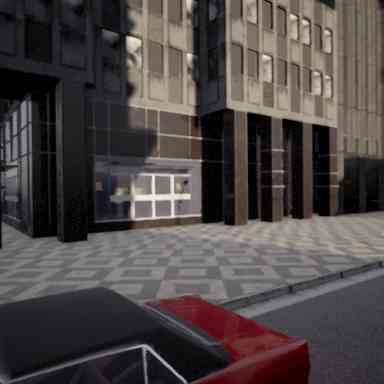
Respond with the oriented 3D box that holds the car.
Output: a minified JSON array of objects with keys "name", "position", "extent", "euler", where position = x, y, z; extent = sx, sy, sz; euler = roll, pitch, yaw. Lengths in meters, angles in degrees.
[{"name":"car","position":[-1.306,1.598,2.447],"extent":[4.718,1.301,1.895],"euler":[-1,0,-36]}]
